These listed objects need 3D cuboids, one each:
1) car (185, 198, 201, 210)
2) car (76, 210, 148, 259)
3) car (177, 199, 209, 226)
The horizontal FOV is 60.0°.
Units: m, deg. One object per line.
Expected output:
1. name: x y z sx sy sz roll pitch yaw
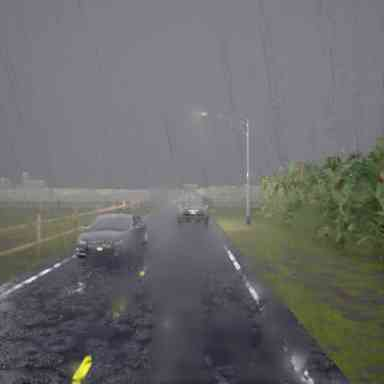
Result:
1. car: 0.094 1.545 42.907 1.994 1.385 4.181 0 0 0
2. car: -2.842 1.502 12.680 1.837 1.490 4.892 0 0 0
3. car: 0.087 1.346 23.355 2.097 1.767 4.553 0 0 0
